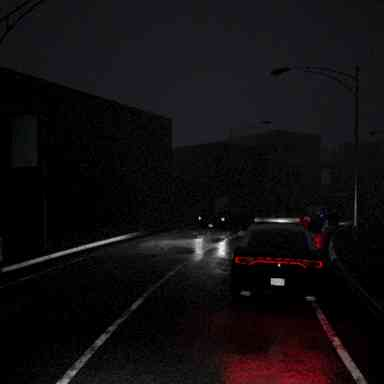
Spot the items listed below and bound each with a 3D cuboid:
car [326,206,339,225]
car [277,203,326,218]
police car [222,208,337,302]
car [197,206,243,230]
[{"bbox_3d":[8.324,1.559,21.974,1.812,1.442,4.674,1,0,35],"label":"car"},{"bbox_3d":[5.408,1.367,17.151,2.097,1.767,4.553,1,0,27],"label":"car"},{"bbox_3d":[2.174,1.429,8.548,1.930,1.638,5.238,0,0,14],"label":"police car"},{"bbox_3d":[2.128,1.577,20.496,1.895,1.301,4.718,1,0,30],"label":"car"}]
